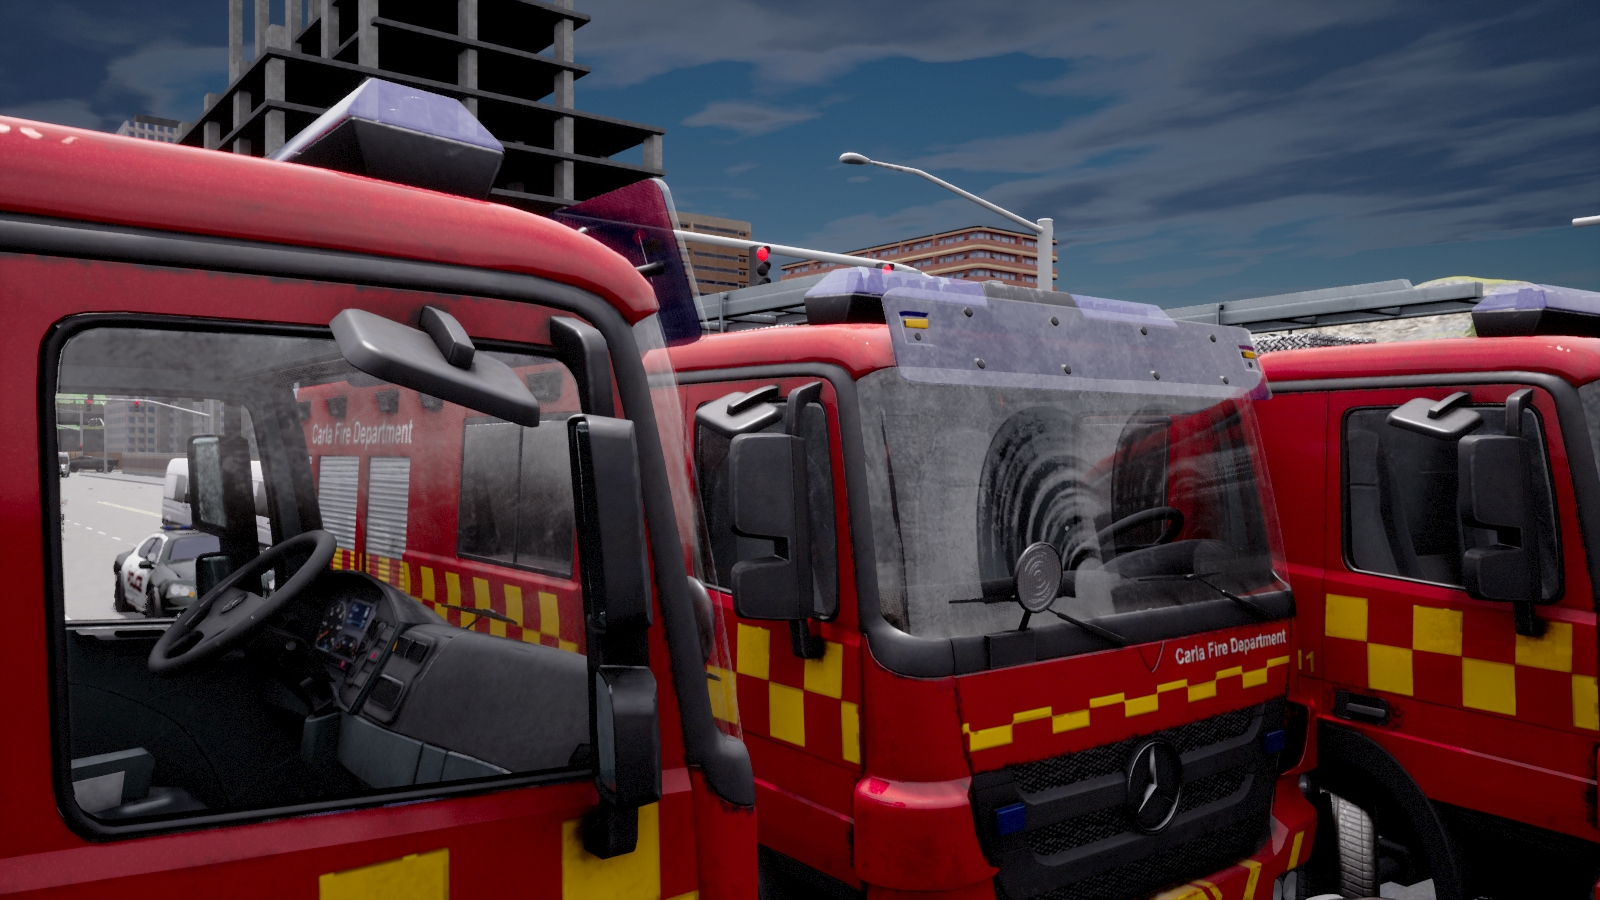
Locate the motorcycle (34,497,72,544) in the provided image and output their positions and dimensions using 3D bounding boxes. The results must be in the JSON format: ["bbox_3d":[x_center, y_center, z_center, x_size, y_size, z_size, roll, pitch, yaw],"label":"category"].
[{"bbox_3d":[-22.978,2.155,35.143,0.764,1.307,2.356,0,0,-38],"label":"motorcycle"}]

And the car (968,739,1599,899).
[{"bbox_3d":[2.437,2.065,3.109,1.970,1.475,3.806,0,0,-30],"label":"car"}]

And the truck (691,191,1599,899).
[{"bbox_3d":[2.348,0.890,8.605,2.891,3.827,8.468,0,0,-31],"label":"truck"}]

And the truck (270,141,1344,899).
[{"bbox_3d":[-1.099,0.890,8.003,2.891,3.827,8.468,0,0,-38],"label":"truck"}]

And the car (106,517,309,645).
[{"bbox_3d":[-9.966,2.038,18.999,2.038,1.542,4.974,0,0,-39],"label":"car"}]
